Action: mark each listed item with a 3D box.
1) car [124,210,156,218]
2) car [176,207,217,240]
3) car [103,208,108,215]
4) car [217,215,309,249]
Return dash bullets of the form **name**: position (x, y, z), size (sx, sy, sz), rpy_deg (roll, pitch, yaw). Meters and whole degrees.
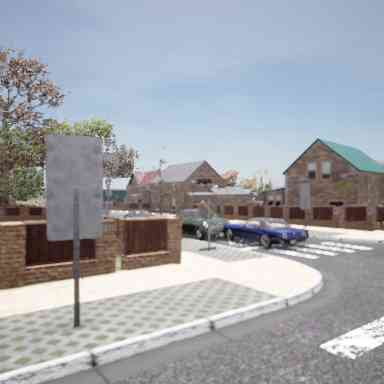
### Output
- **car**: position (-4.540, 2.273, 29.249), size (1.994, 1.385, 4.181), rpy_deg (-1, -1, -30)
- **car**: position (0.564, 1.851, 20.451), size (2.097, 1.767, 4.553), rpy_deg (-1, -1, -30)
- **car**: position (-12.229, 2.513, 42.535), size (1.882, 1.535, 5.008), rpy_deg (-1, -1, -30)
- **car**: position (3.501, 1.990, 16.951), size (1.895, 1.301, 4.718), rpy_deg (0, 0, -29)
